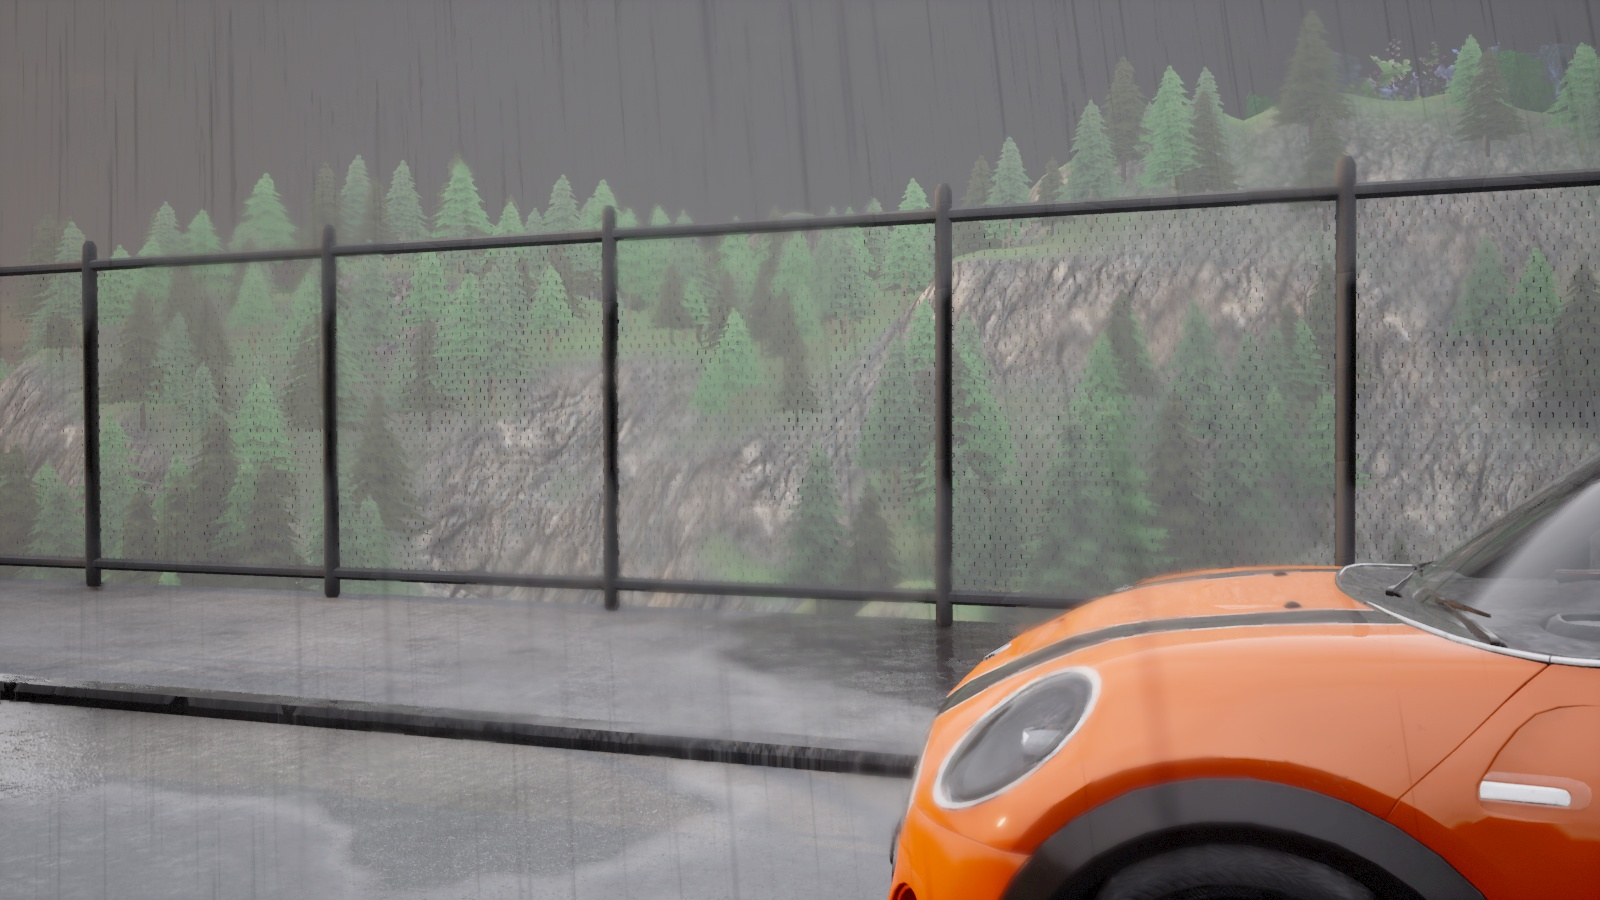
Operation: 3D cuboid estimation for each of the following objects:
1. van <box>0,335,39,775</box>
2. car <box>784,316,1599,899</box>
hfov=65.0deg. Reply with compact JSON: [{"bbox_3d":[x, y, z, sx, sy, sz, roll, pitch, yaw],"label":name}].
[{"bbox_3d":[-5.935,0.466,5.712,4.442,1.987,1.775,1,1,19],"label":"van"},{"bbox_3d":[2.460,0.649,2.891,4.553,1.767,2.097,1,1,19],"label":"car"}]
